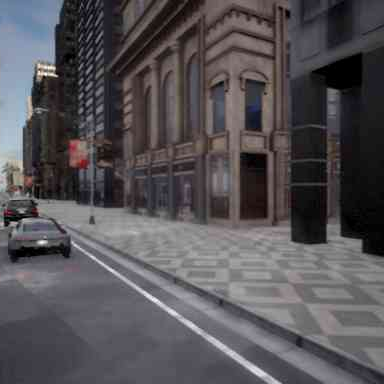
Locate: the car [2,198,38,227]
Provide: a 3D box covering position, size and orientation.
[{"bbox_3d":[-12.967,1.476,25.205,2.150,2.045,5.566,0,0,-29],"label":"car"}]

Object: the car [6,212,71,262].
[{"bbox_3d":[-6.010,1.687,12.965,1.994,1.385,4.181,0,0,-29],"label":"car"}]
